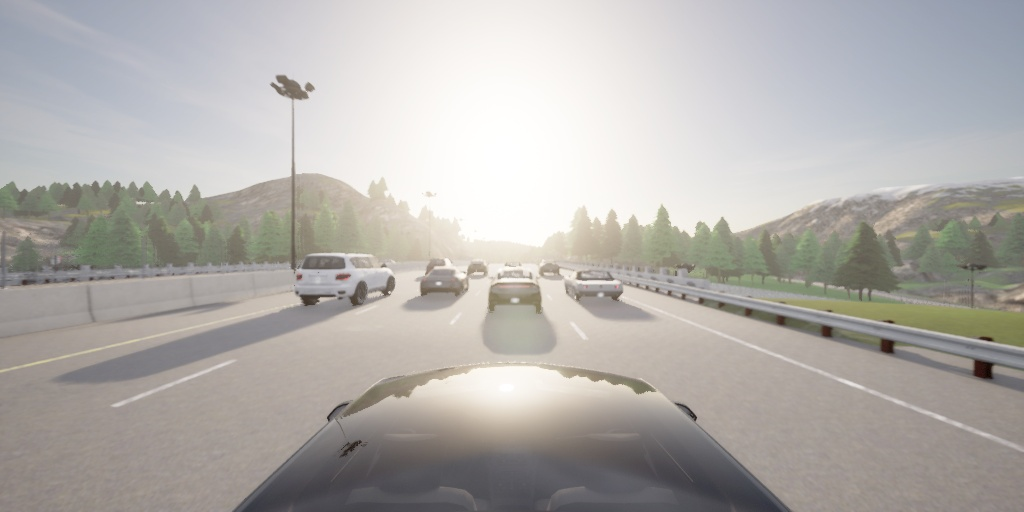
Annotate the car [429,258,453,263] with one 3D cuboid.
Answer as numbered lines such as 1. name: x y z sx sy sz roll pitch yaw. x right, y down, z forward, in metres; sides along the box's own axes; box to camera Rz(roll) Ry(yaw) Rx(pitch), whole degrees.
1. car: -6.902 0.979 34.931 2.097 1.767 4.553 0 0 0

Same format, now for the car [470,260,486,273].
1. car: -3.401 1.133 36.400 1.837 1.490 4.892 0 0 0

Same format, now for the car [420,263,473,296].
1. car: -3.402 1.238 18.655 1.994 1.385 4.181 0 0 0

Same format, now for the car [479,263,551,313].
1. car: 0.098 1.187 13.786 2.128 1.511 4.902 0 0 0

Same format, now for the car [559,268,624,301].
1. car: 3.599 1.284 16.766 1.895 1.301 4.718 0 0 0

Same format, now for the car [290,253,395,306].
1. car: -6.899 0.909 15.456 2.150 2.045 5.566 0 0 0

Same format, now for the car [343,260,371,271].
1. car: -21.073 1.220 48.980 1.812 1.442 4.674 0 -1 0

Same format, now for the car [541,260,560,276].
1. car: 3.598 1.119 35.426 2.128 1.511 4.902 0 0 0
